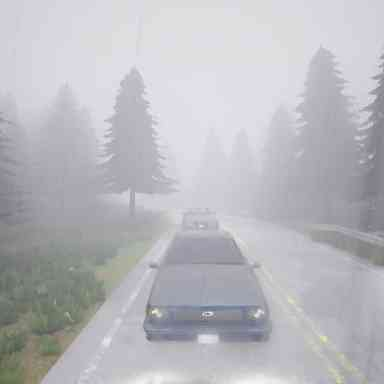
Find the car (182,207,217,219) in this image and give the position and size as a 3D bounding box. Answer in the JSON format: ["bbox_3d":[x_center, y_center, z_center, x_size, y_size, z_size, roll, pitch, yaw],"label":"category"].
[{"bbox_3d":[0.409,1.584,19.144,1.994,1.385,4.181,0,0,-2],"label":"car"}]

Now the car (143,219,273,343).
[{"bbox_3d":[0.254,1.557,7.059,2.033,1.411,5.357,0,0,1],"label":"car"}]
